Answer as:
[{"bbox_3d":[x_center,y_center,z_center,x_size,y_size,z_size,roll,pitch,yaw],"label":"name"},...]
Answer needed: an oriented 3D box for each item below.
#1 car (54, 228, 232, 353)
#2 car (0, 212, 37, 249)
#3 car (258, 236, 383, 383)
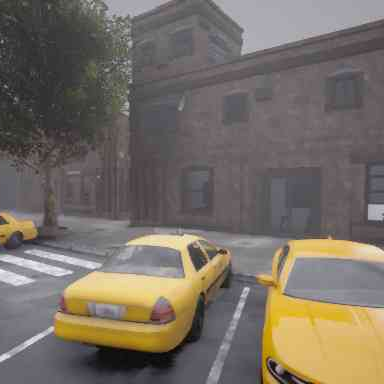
[{"bbox_3d":[-0.372,1.475,6.581,1.946,1.575,5.366,1,0,16],"label":"car"},{"bbox_3d":[-7.805,1.360,11.463,1.946,1.575,5.366,1,0,16],"label":"car"},{"bbox_3d":[2.036,1.484,4.674,2.097,1.535,5.008,1,0,15],"label":"car"}]
